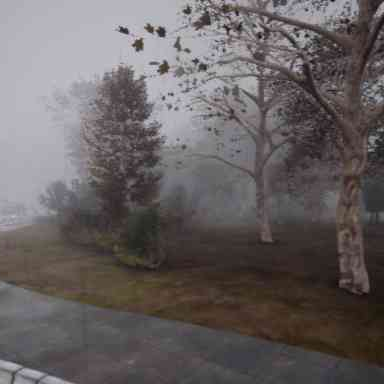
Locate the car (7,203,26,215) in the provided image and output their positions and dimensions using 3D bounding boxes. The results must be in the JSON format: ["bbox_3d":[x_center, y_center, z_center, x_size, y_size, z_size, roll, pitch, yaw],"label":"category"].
[{"bbox_3d":[-29.908,2.866,56.235,2.150,2.045,5.566,-1,-2,-11],"label":"car"}]

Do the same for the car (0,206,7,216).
[{"bbox_3d":[-27.936,2.740,45.801,2.128,1.511,4.902,-1,-2,-10],"label":"car"}]
